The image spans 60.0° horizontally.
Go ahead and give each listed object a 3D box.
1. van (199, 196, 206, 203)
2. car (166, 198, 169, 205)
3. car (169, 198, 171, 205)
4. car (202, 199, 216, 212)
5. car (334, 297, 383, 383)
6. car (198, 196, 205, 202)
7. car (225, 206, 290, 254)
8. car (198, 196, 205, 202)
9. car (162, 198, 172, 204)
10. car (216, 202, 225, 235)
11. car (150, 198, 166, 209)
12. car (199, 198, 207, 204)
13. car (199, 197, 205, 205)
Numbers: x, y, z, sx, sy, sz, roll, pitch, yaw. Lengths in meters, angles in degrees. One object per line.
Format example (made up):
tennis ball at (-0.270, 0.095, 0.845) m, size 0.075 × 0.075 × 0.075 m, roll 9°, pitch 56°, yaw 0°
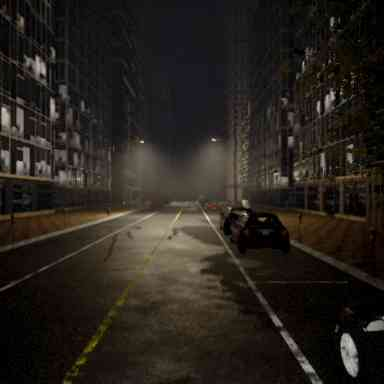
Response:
van at (2.685, 1.927, 88.054) m, size 1.690 × 1.788 × 3.998 m, roll 0°, pitch 0°, yaw 0°
car at (-5.695, 1.999, 59.598) m, size 1.802 × 1.307 × 4.206 m, roll 0°, pitch 0°, yaw 0°
car at (-5.695, 2.031, 70.983) m, size 1.887 × 1.381 × 4.507 m, roll 0°, pitch 0°, yaw 0°
car at (2.687, 1.854, 42.515) m, size 1.887 × 1.381 × 4.507 m, roll 0°, pitch 0°, yaw 0°
car at (2.690, 1.573, 2.668) m, size 2.008 × 1.369 × 4.403 m, roll 0°, pitch 0°, yaw 0°
car at (2.684, 2.057, 93.745) m, size 1.967 × 1.590 × 4.097 m, roll 0°, pitch 0°, yaw 0°
car at (2.689, 1.547, 14.054) m, size 1.967 × 1.590 × 4.097 m, roll 0°, pitch 0°, yaw 0°
car at (2.685, 2.053, 70.975) m, size 1.947 × 1.339 × 4.313 m, roll 0°, pitch 0°, yaw 0°
car at (-5.696, 2.086, 76.675) m, size 1.947 × 1.339 × 4.313 m, roll 0°, pitch 0°, yaw 0°
car at (2.689, 1.589, 19.746) m, size 1.967 × 1.590 × 4.097 m, roll 0°, pitch 0°, yaw 0°
car at (-5.694, 1.927, 53.905) m, size 1.887 × 1.381 × 4.507 m, roll 0°, pitch 0°, yaw 0°
car at (2.684, 2.120, 82.359) m, size 1.947 × 1.339 × 4.313 m, roll 0°, pitch 0°, yaw 0°
car at (2.686, 1.984, 59.591) m, size 1.947 × 1.339 × 4.313 m, roll 0°, pitch 0°, yaw 0°
